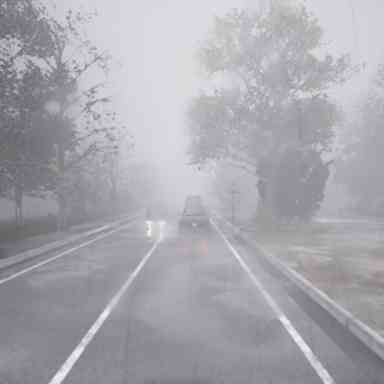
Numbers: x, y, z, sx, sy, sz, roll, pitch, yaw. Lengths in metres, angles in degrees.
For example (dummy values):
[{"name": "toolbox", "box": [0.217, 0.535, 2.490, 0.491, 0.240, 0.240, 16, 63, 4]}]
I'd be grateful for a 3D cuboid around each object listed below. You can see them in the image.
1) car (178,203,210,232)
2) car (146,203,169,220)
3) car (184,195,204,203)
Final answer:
[{"name": "car", "box": [0.147, 1.682, 21.518, 2.128, 1.511, 4.902, 0, -1, 0]}, {"name": "car", "box": [-3.267, 1.812, 31.835, 2.128, 1.511, 4.902, 0, -1, 0]}, {"name": "car", "box": [0.209, 1.539, 40.062, 2.150, 2.045, 5.566, 0, -5, 1]}]
